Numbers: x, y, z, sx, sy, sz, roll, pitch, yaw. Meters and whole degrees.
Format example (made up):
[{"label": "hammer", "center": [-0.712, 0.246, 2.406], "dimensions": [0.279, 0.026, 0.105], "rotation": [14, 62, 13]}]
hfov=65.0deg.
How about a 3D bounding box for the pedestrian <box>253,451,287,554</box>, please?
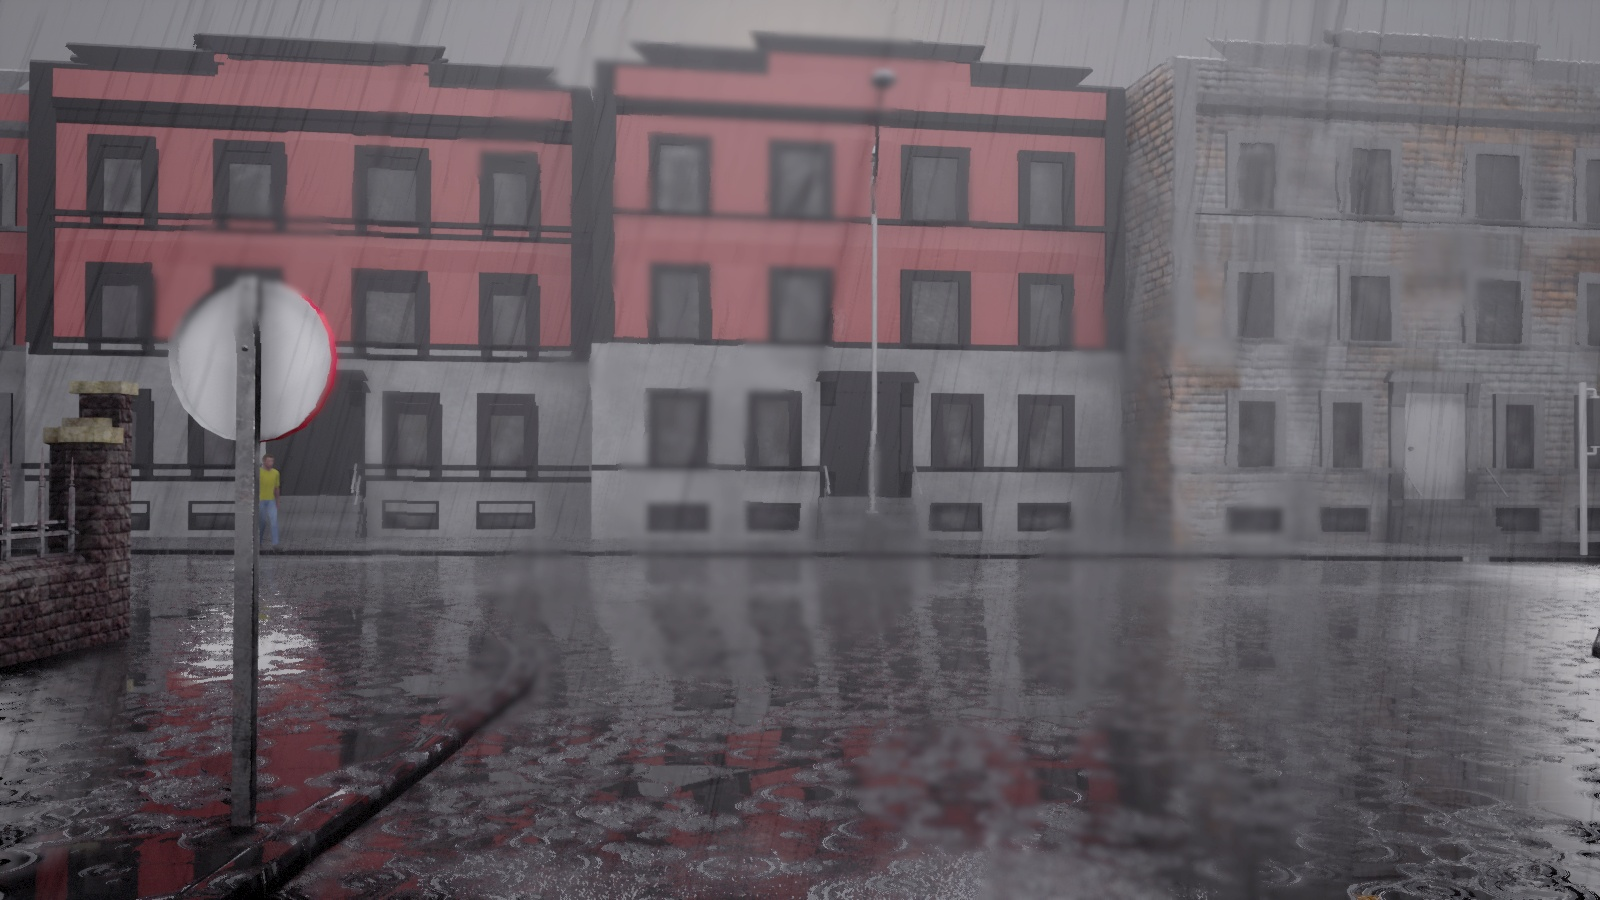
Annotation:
[{"label": "pedestrian", "center": [-9.581, 0.943, 22.713], "dimensions": [0.354, 1.836, 0.706], "rotation": [1, -1, -41]}]
